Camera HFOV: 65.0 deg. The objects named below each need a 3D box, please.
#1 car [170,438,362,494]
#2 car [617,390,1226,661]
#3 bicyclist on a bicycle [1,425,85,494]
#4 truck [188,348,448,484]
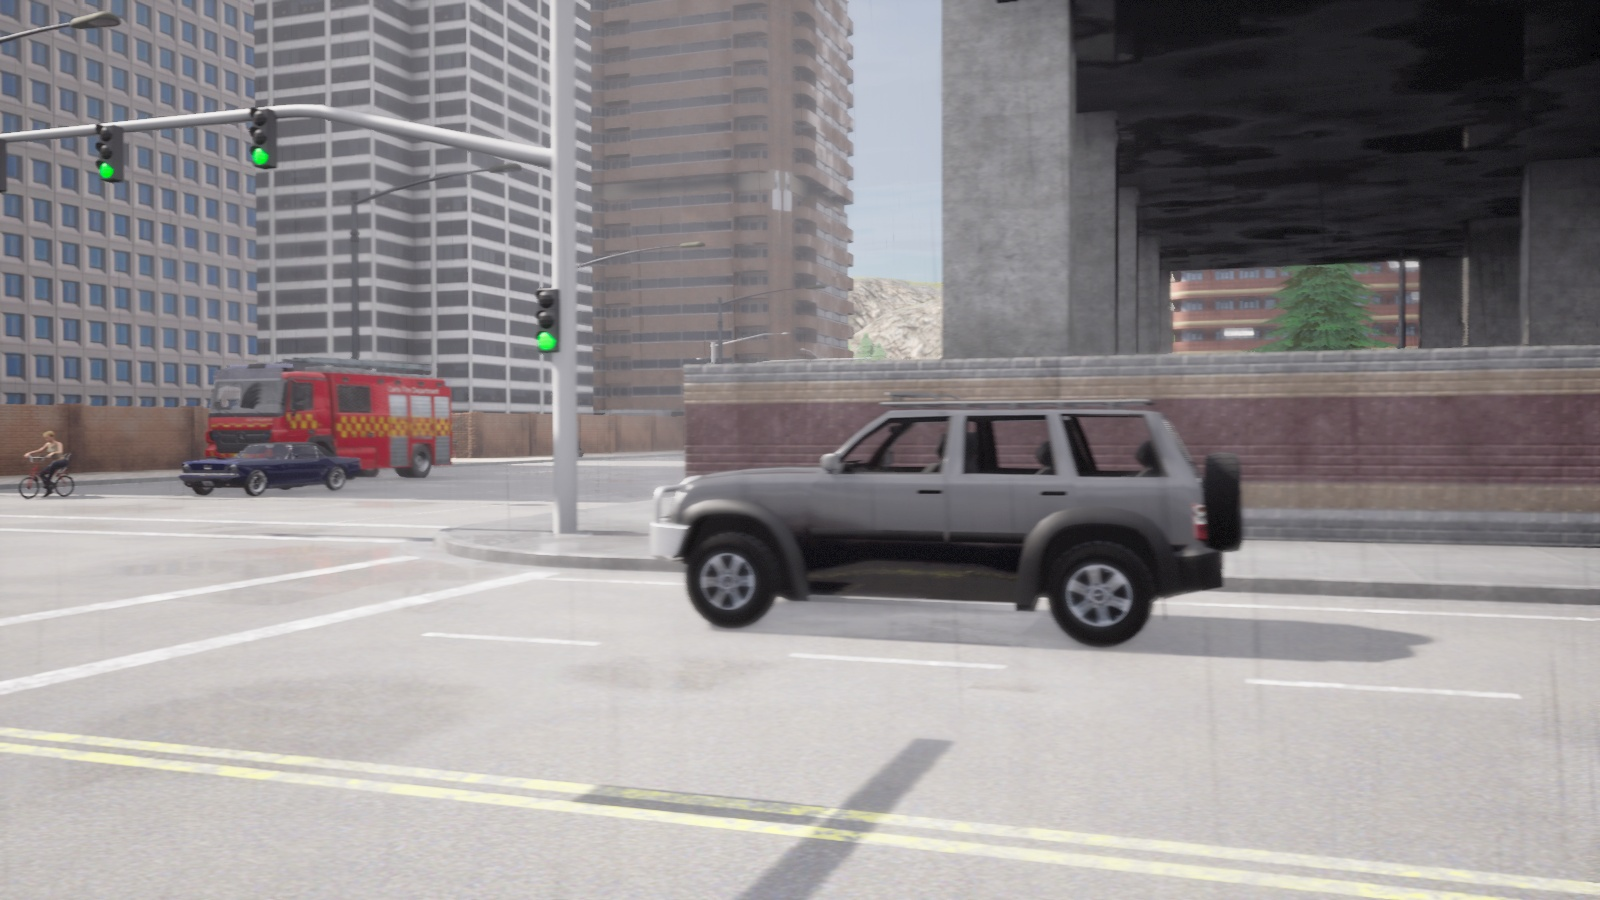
[{"bbox_3d":[-13.684,0.354,32.526,1.895,1.301,4.718,1,1,19],"label":"car"},{"bbox_3d":[1.028,0.483,10.231,4.605,1.855,1.932,1,1,19],"label":"car"},{"bbox_3d":[-18.186,0.211,30.205,0.866,1.612,1.509,1,1,19],"label":"bicyclist on a bicycle"},{"bbox_3d":[-14.868,-1.031,39.724,2.891,3.827,8.468,1,1,19],"label":"truck"}]
